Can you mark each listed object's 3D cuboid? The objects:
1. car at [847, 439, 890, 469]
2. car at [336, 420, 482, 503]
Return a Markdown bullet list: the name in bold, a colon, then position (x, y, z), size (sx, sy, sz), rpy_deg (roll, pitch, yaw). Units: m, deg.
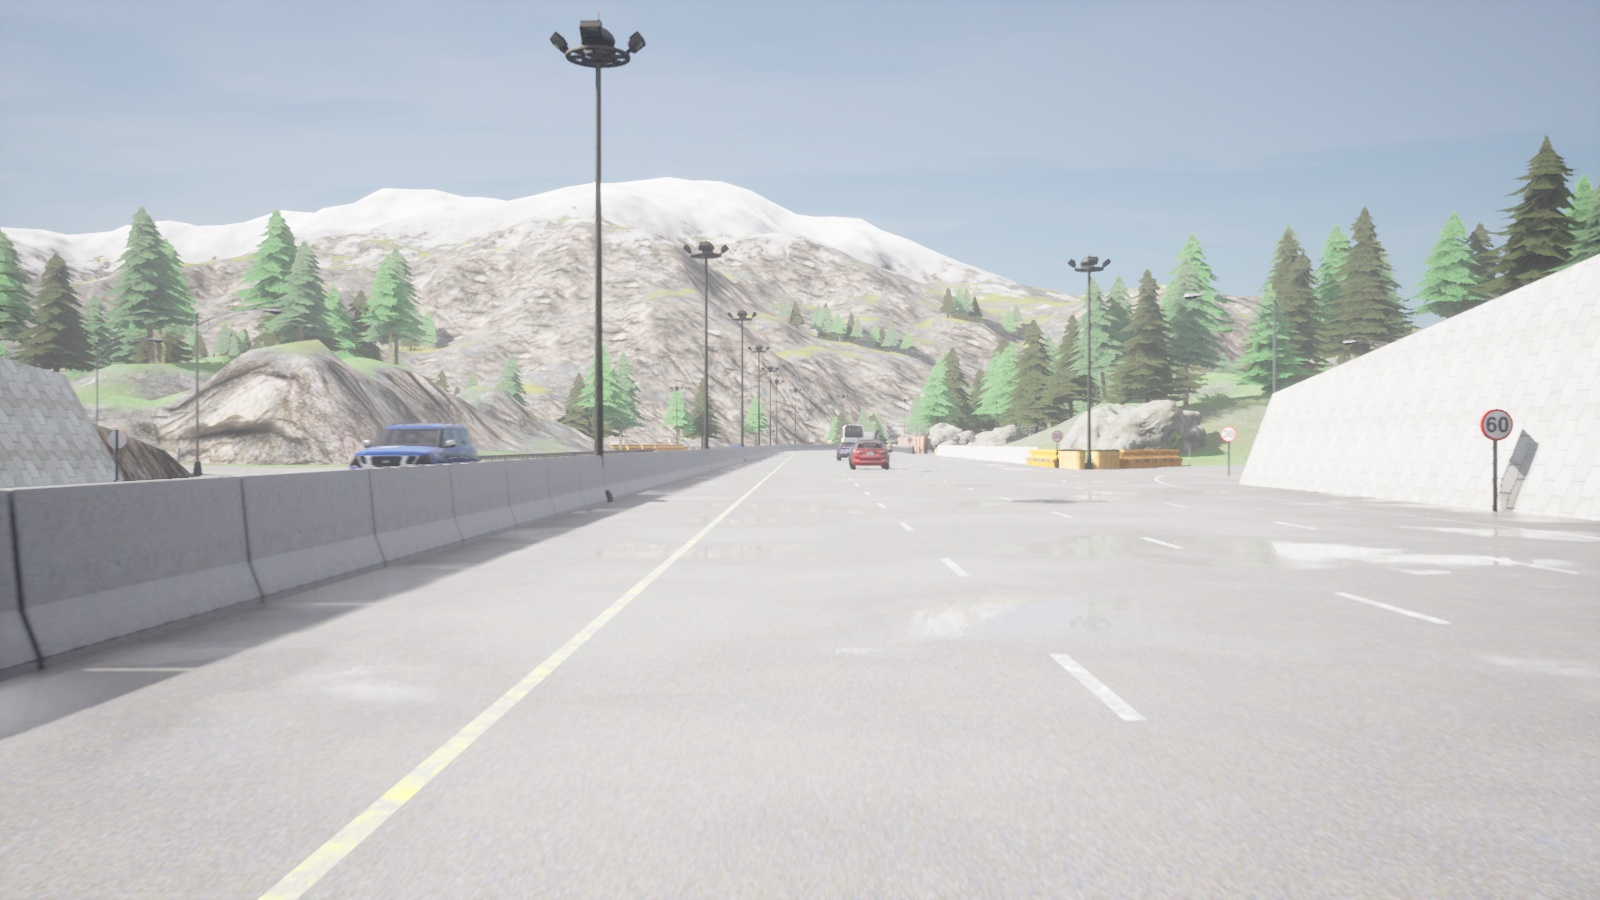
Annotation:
- **car**: position (3.926, 0.187, 72.250), size (2.242, 1.667, 4.611), rpy_deg (0, 0, 0)
- **car**: position (-10.294, 0.268, 33.609), size (2.150, 2.045, 5.566), rpy_deg (0, 0, 0)
